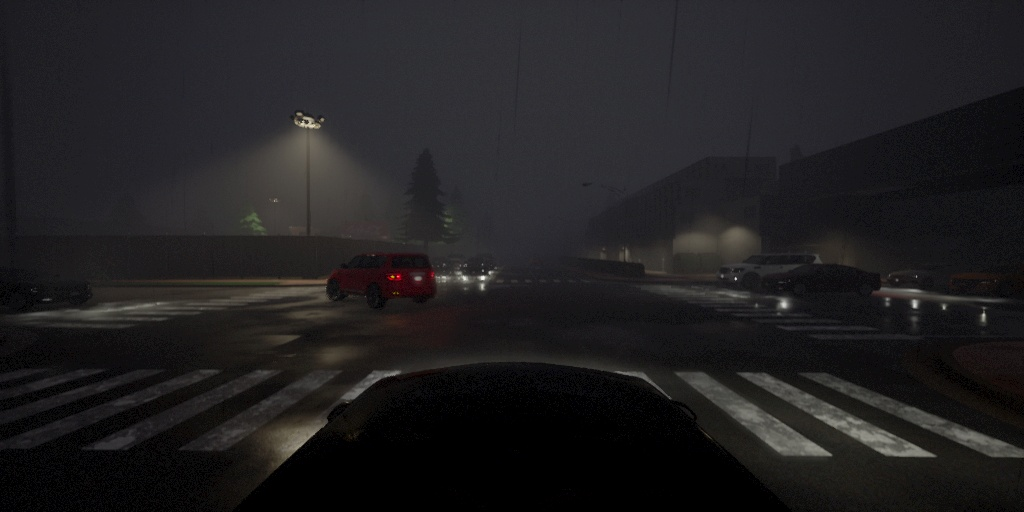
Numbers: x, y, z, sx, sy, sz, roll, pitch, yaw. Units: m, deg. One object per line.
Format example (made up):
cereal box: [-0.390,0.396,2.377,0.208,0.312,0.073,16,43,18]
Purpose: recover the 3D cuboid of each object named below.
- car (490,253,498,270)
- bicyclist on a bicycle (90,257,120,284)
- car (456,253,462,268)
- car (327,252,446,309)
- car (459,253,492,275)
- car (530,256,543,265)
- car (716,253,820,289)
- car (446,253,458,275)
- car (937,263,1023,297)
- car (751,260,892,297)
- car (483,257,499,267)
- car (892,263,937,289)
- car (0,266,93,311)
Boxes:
car: [-3.305,0.664,43.962,2.150,2.045,5.566,0,0,0]
bicyclist on a bicycle: [-25.192,0.888,22.238,0.582,1.620,1.656,0,1,0]
car: [-6.809,0.666,43.713,2.150,2.045,5.566,0,0,1]
car: [-5.397,0.878,14.580,5.566,2.045,2.150,1,0,41]
car: [-3.405,0.864,34.371,2.097,1.767,4.553,0,0,1]
car: [4.176,0.795,61.092,1.882,1.535,5.008,0,0,3]
car: [15.124,0.830,21.050,5.566,2.045,2.150,0,0,1]
car: [-6.904,0.863,34.489,2.097,1.767,4.553,0,0,1]
car: [24.537,1.112,17.516,5.008,1.535,1.882,0,0,0]
car: [14.959,1.112,17.535,5.008,1.535,1.882,0,0,0]
car: [-3.158,0.914,54.403,2.033,1.411,5.357,0,0,1]
car: [24.890,1.135,21.003,4.674,1.442,1.812,0,0,0]
car: [-18.646,1.127,13.250,5.008,1.535,1.882,0,0,0]
